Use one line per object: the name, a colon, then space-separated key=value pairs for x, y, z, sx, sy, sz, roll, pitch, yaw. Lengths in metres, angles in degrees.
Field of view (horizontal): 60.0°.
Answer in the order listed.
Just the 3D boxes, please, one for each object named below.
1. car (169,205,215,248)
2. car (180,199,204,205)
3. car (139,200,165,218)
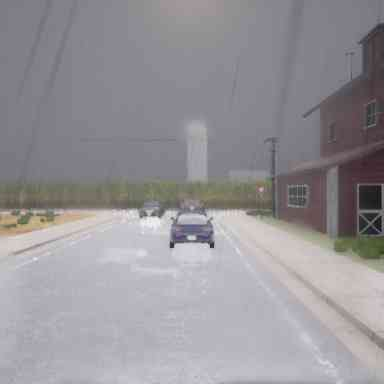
car: x=0.000 y=1.533 z=14.650 sx=1.812 sy=1.442 sz=4.674 roll=0 pitch=0 yaw=0
car: x=0.000 y=1.366 z=29.620 sx=2.097 sy=1.767 sz=4.553 roll=0 pitch=0 yaw=0
car: x=-3.500 y=1.520 z=29.669 sx=2.128 sy=1.511 sz=4.902 roll=0 pitch=0 yaw=0
